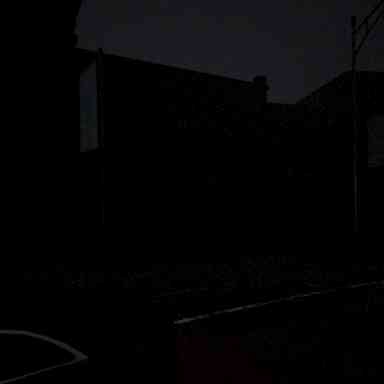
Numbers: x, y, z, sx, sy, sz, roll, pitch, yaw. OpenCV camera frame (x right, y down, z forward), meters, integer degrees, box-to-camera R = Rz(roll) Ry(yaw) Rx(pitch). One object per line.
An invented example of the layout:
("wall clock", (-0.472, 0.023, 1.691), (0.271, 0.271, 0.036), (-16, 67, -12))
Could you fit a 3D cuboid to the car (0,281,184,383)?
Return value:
("car", (-2.352, 1.493, 2.097), (4.902, 1.511, 2.128), (0, 0, -34))
